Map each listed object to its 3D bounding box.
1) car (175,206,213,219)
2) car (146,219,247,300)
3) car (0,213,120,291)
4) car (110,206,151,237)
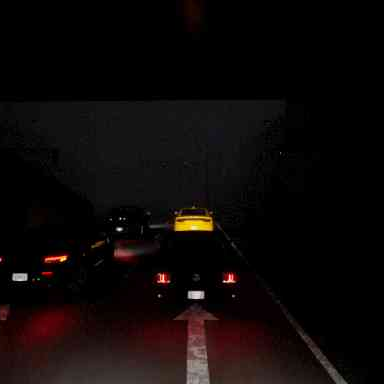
[{"bbox_3d":[0.087,1.478,17.665,1.882,1.535,5.008,0,0,0],"label":"car"},{"bbox_3d":[0.085,1.601,8.322,1.895,1.301,4.718,0,0,0],"label":"car"},{"bbox_3d":[-3.418,1.526,8.913,1.812,1.442,4.674,0,0,0],"label":"car"},{"bbox_3d":[-3.414,1.505,18.072,1.837,1.490,4.892,0,0,0],"label":"car"}]
